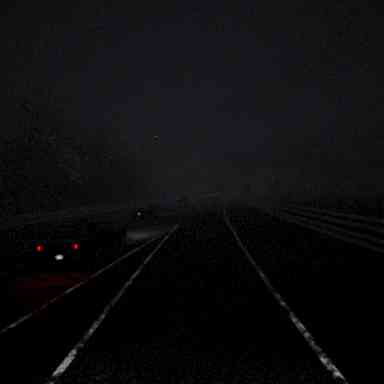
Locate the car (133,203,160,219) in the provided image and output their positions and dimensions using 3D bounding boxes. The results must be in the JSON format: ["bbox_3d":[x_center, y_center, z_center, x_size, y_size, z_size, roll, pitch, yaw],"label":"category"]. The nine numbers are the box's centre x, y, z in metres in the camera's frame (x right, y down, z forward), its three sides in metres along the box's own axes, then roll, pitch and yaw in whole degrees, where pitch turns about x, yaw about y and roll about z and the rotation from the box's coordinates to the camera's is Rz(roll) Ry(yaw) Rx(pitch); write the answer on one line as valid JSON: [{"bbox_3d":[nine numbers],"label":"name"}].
[{"bbox_3d":[-4.714,1.896,34.219,1.812,1.442,4.674,-4,0,9],"label":"car"}]

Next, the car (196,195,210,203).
[{"bbox_3d":[2.094,1.478,71.842,1.837,1.490,4.892,-4,0,12],"label":"car"}]

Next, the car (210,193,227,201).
[{"bbox_3d":[5.702,1.310,72.022,1.895,1.301,4.718,-4,0,12],"label":"car"}]

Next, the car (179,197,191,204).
[{"bbox_3d":[-1.503,1.741,71.666,1.837,1.490,4.892,-4,0,12],"label":"car"}]

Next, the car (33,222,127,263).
[{"bbox_3d":[-4.190,1.881,13.396,1.895,1.301,4.718,-4,0,7],"label":"car"}]
